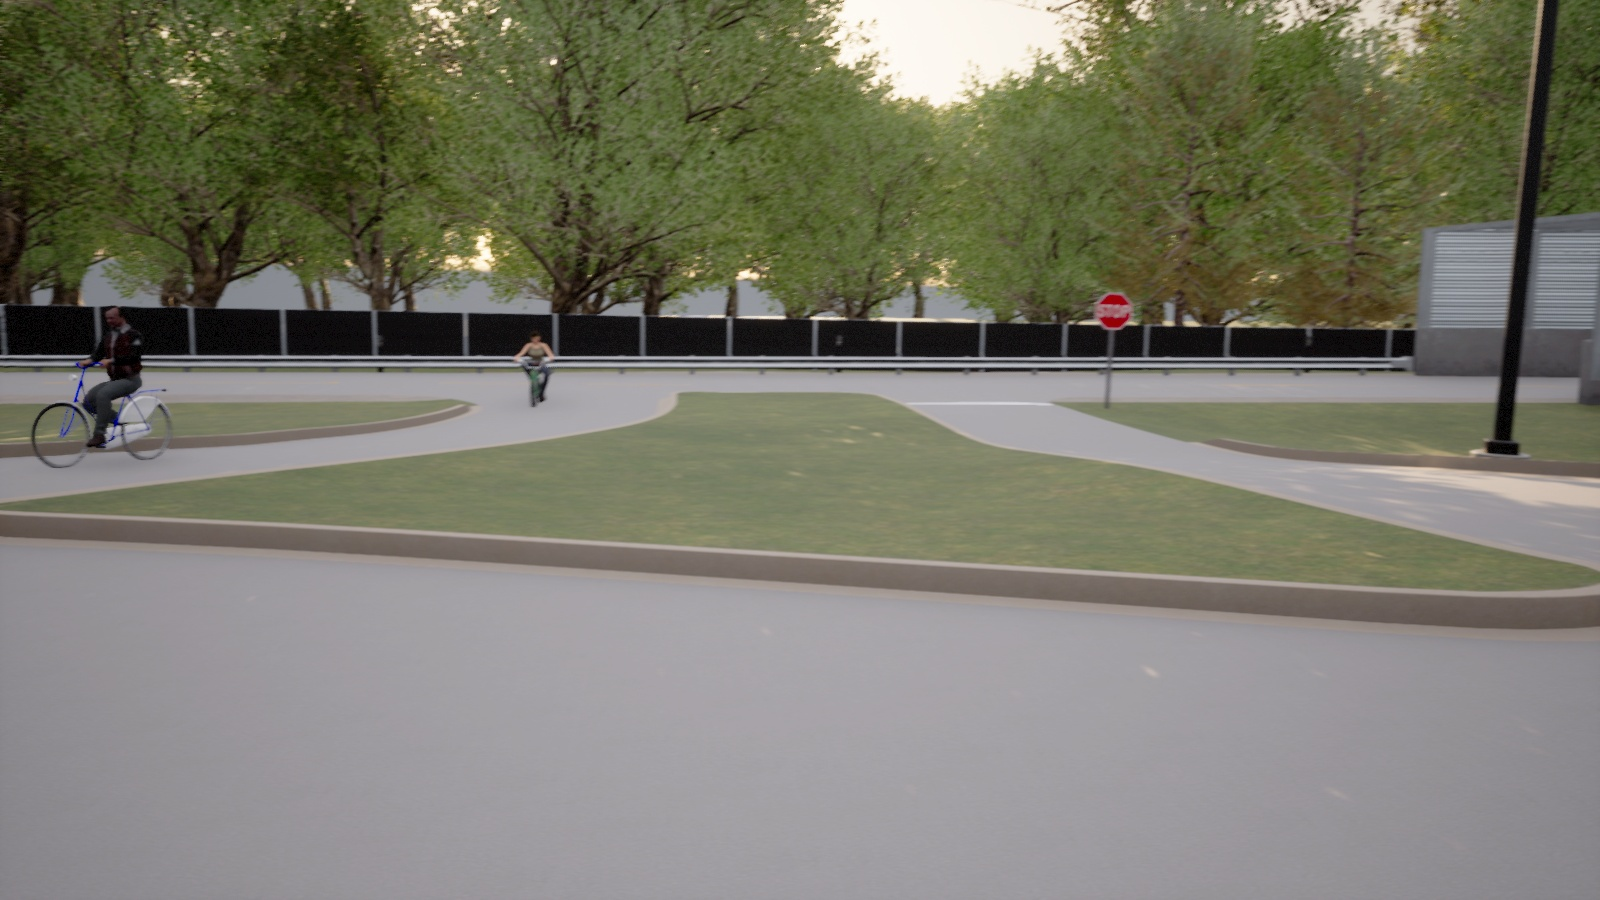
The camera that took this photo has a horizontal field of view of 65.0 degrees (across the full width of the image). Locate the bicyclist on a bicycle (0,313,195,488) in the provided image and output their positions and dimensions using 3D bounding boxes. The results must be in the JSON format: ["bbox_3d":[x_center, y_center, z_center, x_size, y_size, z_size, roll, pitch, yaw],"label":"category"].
[{"bbox_3d":[-7.618,-0.569,13.717,0.659,1.776,1.843,1,4,18],"label":"bicyclist on a bicycle"}]

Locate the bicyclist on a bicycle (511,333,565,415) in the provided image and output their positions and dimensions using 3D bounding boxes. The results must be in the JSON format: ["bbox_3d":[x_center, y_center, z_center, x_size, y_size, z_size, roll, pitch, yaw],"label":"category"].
[{"bbox_3d":[-5.601,-1.652,26.910,0.866,1.612,1.509,-1,8,-4],"label":"bicyclist on a bicycle"}]
